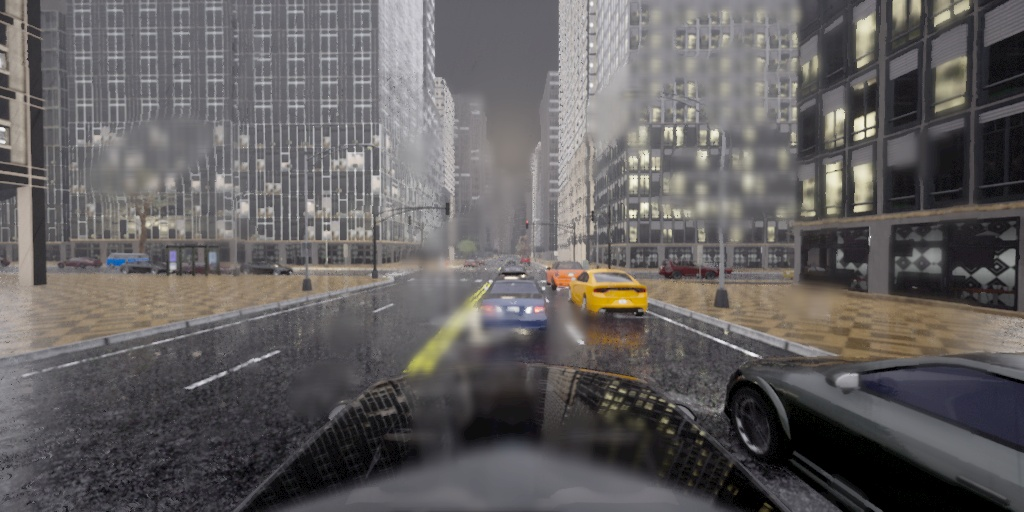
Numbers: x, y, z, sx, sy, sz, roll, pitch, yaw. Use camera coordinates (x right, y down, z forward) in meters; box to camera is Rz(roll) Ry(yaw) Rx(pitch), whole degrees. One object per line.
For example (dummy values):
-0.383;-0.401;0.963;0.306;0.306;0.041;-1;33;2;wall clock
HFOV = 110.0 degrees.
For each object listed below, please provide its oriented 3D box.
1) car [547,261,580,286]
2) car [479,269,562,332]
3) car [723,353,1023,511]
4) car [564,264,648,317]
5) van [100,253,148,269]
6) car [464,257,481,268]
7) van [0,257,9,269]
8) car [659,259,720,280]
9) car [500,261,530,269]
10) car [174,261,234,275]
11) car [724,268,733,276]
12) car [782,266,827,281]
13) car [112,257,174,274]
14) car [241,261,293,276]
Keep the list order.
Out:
3.309;1.081;22.253;2.097;1.767;4.553;0;0;0;car
0.083;1.289;10.841;2.033;1.411;5.357;0;0;1;car
3.345;1.313;2.283;1.994;1.385;4.181;0;0;0;car
3.327;1.217;13.248;1.882;1.535;5.008;0;0;0;car
-45.368;0.584;42.327;3.998;1.789;1.690;0;0;1;van
-6.693;1.244;58.553;1.994;1.385;4.181;0;0;0;car
-51.204;0.670;34.054;3.998;1.789;1.690;0;0;1;van
16.132;1.253;32.957;5.009;1.841;2.192;0;0;1;car
0.063;1.223;20.594;2.128;1.511;4.902;0;0;0;car
-28.478;1.121;33.528;4.207;1.307;1.802;0;0;1;car
20.935;1.485;38.663;4.718;1.301;1.895;1;1;1;car
27.581;1.563;32.783;4.829;1.417;1.751;0;0;1;car
-34.159;1.052;33.689;4.313;1.339;1.948;0;0;1;car
-22.794;1.157;33.406;4.313;1.339;1.948;0;0;1;car
